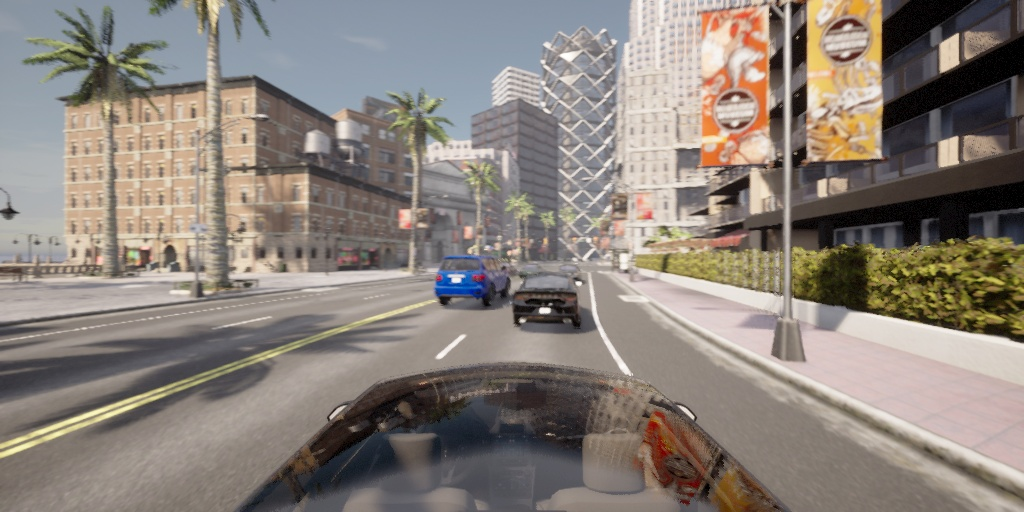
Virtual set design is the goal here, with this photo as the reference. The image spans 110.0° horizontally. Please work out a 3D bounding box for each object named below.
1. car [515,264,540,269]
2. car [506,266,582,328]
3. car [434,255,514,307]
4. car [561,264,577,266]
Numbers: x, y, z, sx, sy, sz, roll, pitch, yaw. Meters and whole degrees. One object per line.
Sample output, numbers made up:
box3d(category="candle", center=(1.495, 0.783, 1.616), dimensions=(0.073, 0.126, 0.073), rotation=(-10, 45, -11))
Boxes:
box3d(category="car", center=(1.895, 1.386, 33.008), dimensions=(1.994, 1.385, 4.181), rotation=(0, 0, 12))
box3d(category="car", center=(1.213, 1.252, 11.613), dimensions=(1.882, 1.535, 5.008), rotation=(0, 0, 9))
box3d(category="car", center=(-1.580, 0.998, 15.979), dimensions=(2.150, 2.045, 5.566), rotation=(0, 0, 11))
box3d(category="car", center=(4.586, 1.368, 28.787), dimensions=(2.033, 1.411, 5.357), rotation=(0, 0, 12))
